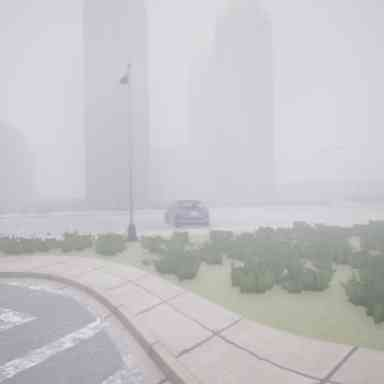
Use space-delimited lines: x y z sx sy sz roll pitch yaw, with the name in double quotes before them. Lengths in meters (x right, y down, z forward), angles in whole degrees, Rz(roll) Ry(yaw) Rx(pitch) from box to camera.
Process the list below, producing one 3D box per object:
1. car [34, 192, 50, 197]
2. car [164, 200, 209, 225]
"car" -35.024 1.042 77.276 1.905 1.878 3.866 -7 -5 31
"car" -0.428 1.334 21.693 2.242 1.667 4.611 -1 0 -15
